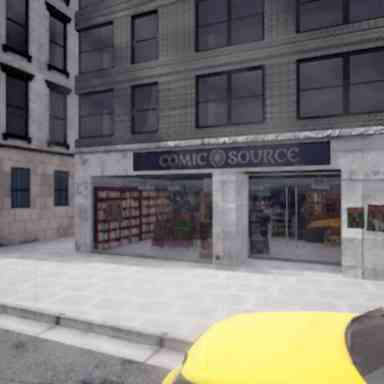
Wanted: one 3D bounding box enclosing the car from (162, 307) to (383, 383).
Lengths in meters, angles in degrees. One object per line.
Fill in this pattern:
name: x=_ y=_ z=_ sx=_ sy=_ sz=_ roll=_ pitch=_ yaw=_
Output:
car: x=2.383 y=1.462 z=2.404 sx=5.366 sy=1.575 sz=1.801 roll=0 pitch=0 yaw=24
